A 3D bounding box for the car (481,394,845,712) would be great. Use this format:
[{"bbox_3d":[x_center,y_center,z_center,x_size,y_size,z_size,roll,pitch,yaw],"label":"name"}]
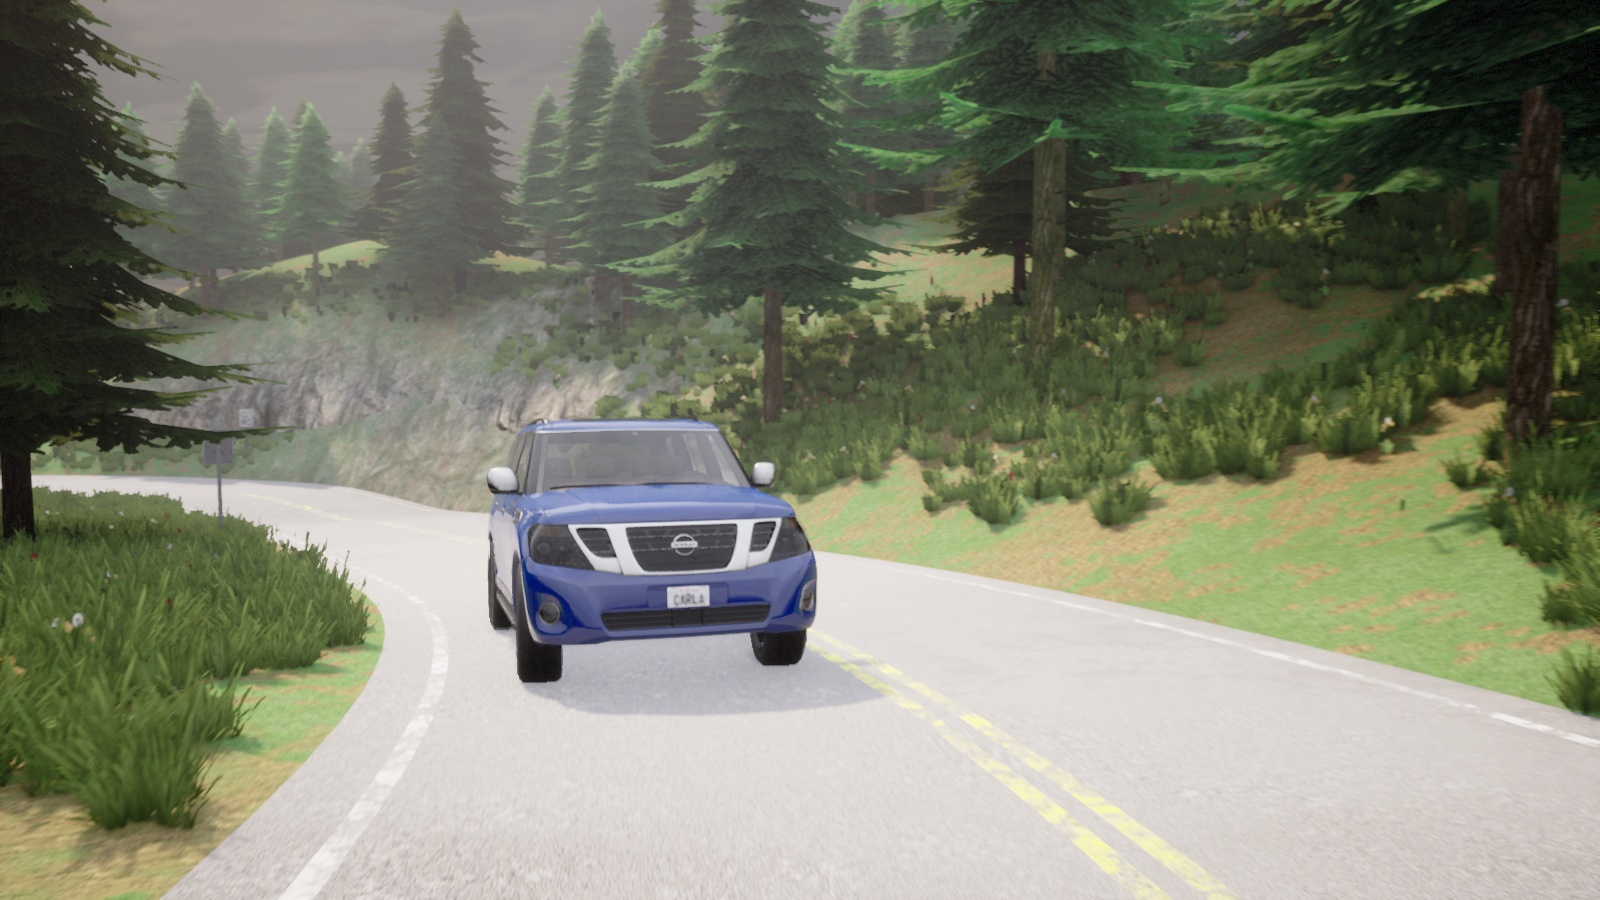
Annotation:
[{"bbox_3d":[-1.560,0.710,11.152,2.150,2.045,5.566,-1,-1,-17],"label":"car"}]
